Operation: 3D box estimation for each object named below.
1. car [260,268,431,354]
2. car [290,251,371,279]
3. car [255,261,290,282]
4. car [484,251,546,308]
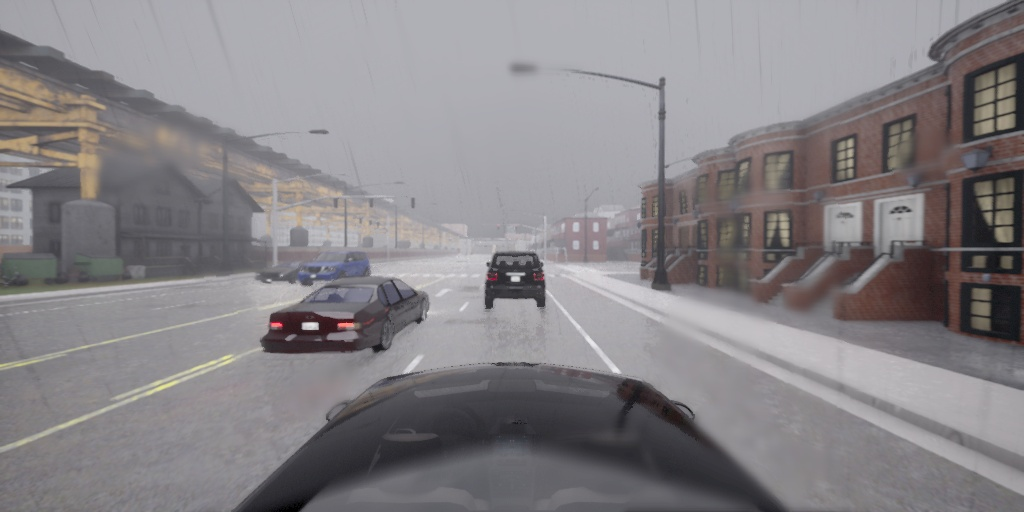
[{"bbox_3d":[-3.399,1.201,8.564,2.033,1.411,5.357,0,1,0],"label":"car"},{"bbox_3d":[-10.519,0.690,21.790,2.150,2.045,5.566,0,0,1],"label":"car"},{"bbox_3d":[-14.001,0.986,23.360,2.033,1.411,5.357,0,1,1],"label":"car"},{"bbox_3d":[0.118,0.808,14.340,2.150,2.045,5.566,0,1,0],"label":"car"}]
